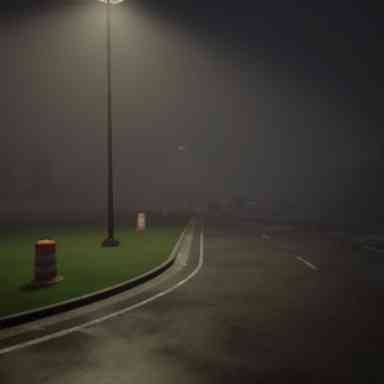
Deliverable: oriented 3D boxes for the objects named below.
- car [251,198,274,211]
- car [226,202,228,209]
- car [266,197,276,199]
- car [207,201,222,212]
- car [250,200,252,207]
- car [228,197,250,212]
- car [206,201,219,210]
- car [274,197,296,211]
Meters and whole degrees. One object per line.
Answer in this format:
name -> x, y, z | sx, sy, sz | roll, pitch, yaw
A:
car -> 10.371, 2.071, 49.292 | 1.812, 1.442, 4.674 | -1, -1, 3
car -> 7.152, 2.217, 59.641 | 1.882, 1.535, 5.008 | -1, -1, 2
car -> 14.145, 1.853, 59.448 | 2.150, 2.045, 5.566 | -1, -1, 2
car -> 3.362, 2.128, 49.280 | 1.882, 1.535, 5.008 | -1, -1, 2
car -> 10.650, 2.177, 59.528 | 2.128, 1.511, 4.902 | -1, -1, 2
car -> 6.859, 1.816, 49.031 | 2.150, 2.045, 5.566 | -1, -1, 4
car -> 3.656, 2.341, 59.753 | 2.033, 1.411, 5.357 | -1, -1, 2
car -> 13.862, 1.967, 49.071 | 1.882, 1.535, 5.008 | -1, -1, 2
